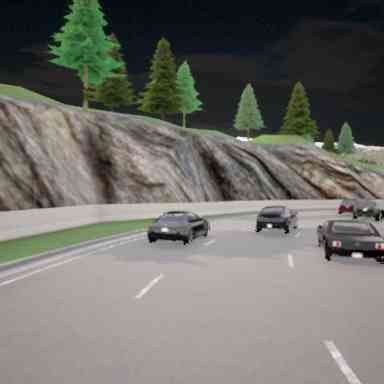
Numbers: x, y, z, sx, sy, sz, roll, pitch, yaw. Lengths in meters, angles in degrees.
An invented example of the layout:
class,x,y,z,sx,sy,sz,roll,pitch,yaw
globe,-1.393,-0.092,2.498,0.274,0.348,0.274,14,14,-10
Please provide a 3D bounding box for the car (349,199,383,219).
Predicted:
class,x,y,z,sx,sy,sz,roll,pitch,yaw
car,15.988,1.532,29.552,2.097,1.767,4.553,1,0,42

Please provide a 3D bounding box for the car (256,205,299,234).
class,x,y,z,sx,sy,sz,roll,pitch,yaw
car,5.195,1.578,20.092,1.837,1.490,4.892,0,0,25

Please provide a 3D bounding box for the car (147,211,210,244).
class,x,y,z,sx,sy,sz,roll,pitch,yaw
car,-0.518,1.581,16.006,1.994,1.385,4.181,0,0,18

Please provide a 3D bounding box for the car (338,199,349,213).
class,x,y,z,sx,sy,sz,roll,pitch,yaw
car,17.771,1.552,35.955,4.553,1.767,2.097,0,1,-41

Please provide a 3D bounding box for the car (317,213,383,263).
class,x,y,z,sx,sy,sz,roll,pitch,yaw
car,5.743,1.668,12.349,1.895,1.301,4.718,0,0,17
